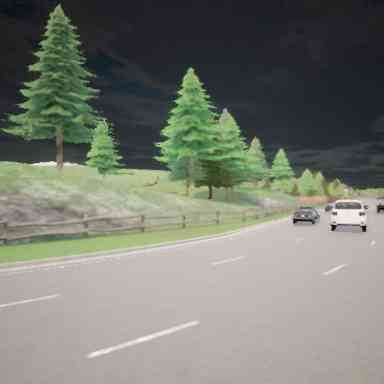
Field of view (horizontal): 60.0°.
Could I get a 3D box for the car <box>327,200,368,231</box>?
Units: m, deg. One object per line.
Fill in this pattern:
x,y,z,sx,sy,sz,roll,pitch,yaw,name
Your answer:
11.198,1.600,23.693,2.150,2.045,5.566,-1,-1,26,car

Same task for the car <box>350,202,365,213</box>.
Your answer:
24.855,2.251,49.890,1.882,1.535,5.008,-1,-1,28,car

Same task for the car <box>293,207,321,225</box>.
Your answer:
10.242,2.068,29.513,2.033,1.411,5.357,-1,-1,27,car

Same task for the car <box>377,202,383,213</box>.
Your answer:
27.367,2.157,47.146,1.882,1.535,5.008,-1,-2,28,car

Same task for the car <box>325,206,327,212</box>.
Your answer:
21.966,2.381,51.907,1.812,1.442,4.674,-1,-1,28,car
